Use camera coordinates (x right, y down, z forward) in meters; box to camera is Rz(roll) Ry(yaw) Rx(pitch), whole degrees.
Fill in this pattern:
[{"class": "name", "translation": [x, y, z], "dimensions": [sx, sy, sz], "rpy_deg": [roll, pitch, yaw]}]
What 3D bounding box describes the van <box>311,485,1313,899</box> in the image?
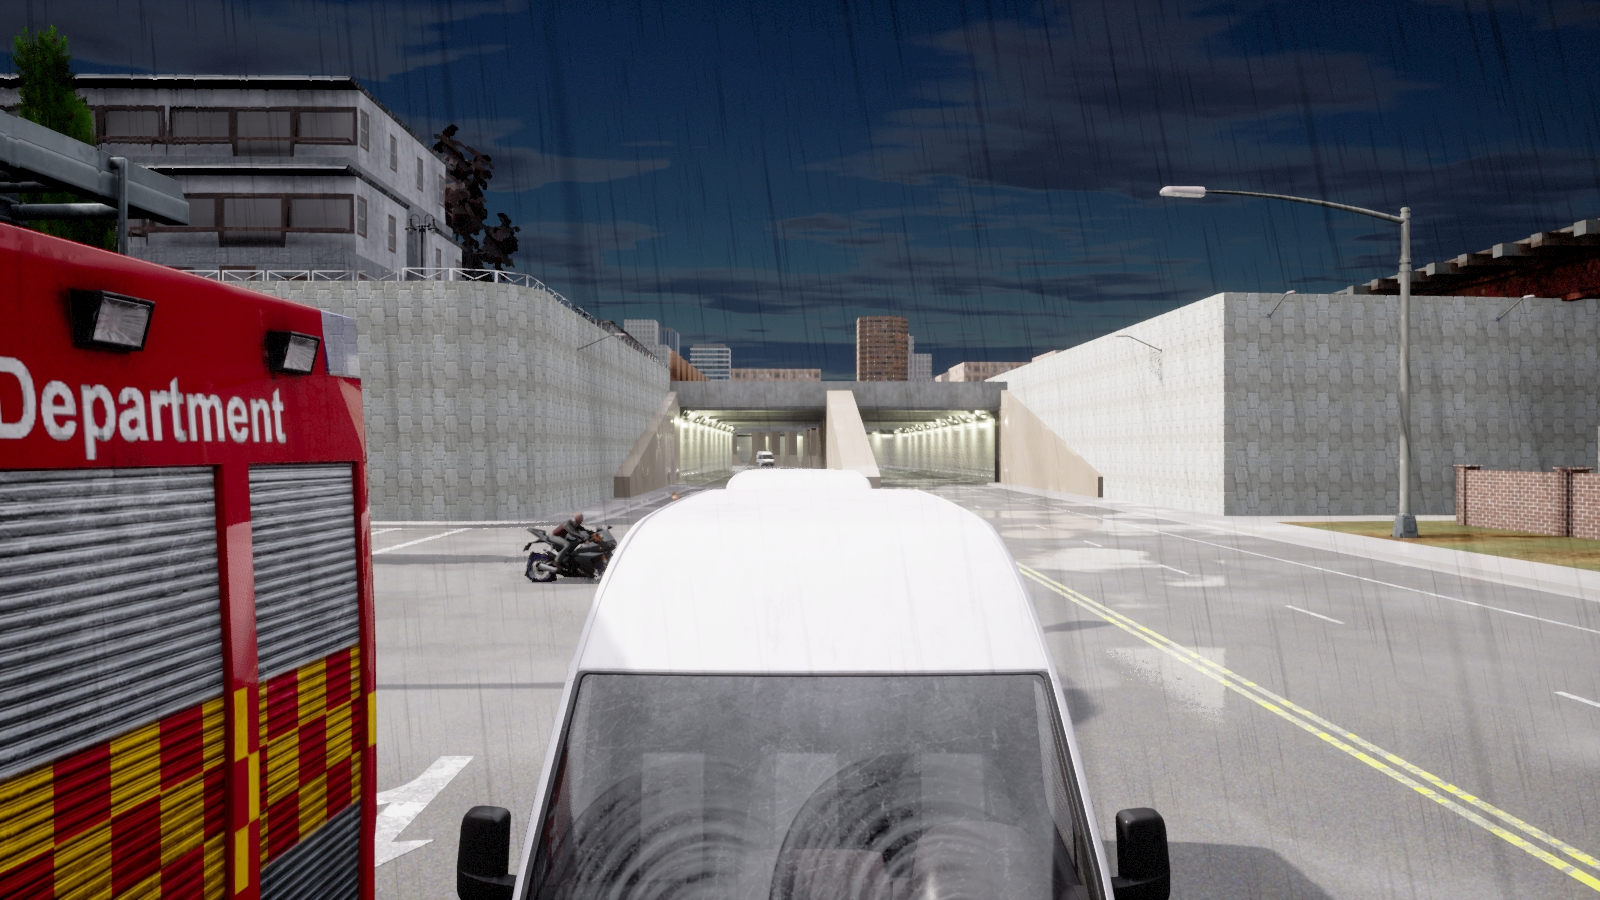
[{"class": "van", "translation": [0.047, 1.534, 5.226], "dimensions": [1.988, 2.561, 5.915], "rpy_deg": [0, 0, 1]}]
